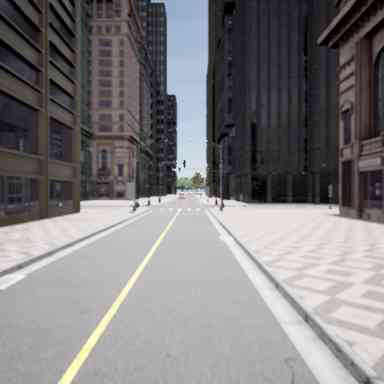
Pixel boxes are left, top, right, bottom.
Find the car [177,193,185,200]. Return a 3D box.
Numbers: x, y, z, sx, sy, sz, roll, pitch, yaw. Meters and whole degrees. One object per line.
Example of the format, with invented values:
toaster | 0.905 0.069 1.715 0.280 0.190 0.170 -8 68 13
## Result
car | -3.014 1.296 93.941 2.097 1.767 4.553 0 0 0
